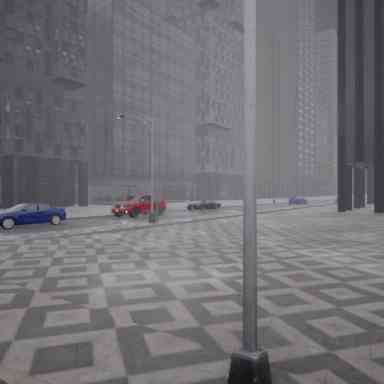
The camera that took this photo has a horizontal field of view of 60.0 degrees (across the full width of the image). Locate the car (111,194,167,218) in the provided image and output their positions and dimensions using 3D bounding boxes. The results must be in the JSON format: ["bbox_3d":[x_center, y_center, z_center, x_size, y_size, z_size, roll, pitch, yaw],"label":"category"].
[{"bbox_3d":[-4.652,1.189,30.075,2.150,2.045,5.566,0,0,36],"label":"car"}]

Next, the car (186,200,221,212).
[{"bbox_3d":[1.363,1.555,38.288,1.895,1.301,4.718,0,0,36],"label":"car"}]

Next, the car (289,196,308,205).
[{"bbox_3d":[17.618,1.401,55.102,1.882,1.535,5.008,0,0,36],"label":"car"}]

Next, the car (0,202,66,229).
[{"bbox_3d":[-10.745,1.458,21.743,1.882,1.535,5.008,0,0,36],"label":"car"}]
